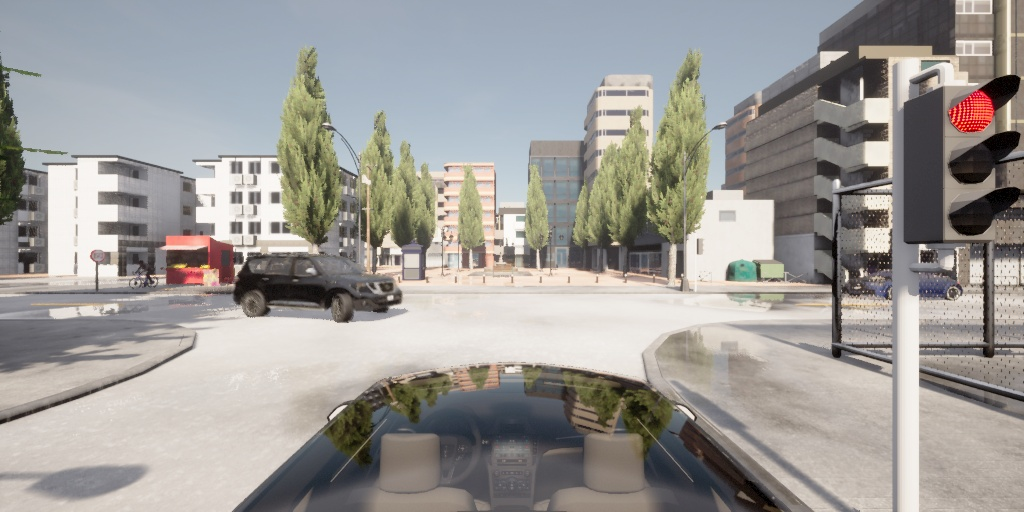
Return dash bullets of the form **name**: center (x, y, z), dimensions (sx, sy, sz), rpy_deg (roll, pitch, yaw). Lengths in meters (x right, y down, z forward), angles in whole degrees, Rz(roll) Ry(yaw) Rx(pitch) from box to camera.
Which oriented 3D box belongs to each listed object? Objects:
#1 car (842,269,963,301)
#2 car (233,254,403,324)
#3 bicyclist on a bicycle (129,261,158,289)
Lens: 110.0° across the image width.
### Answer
- **car**: center (18.210, 1.314, 16.853), dimensions (4.181, 1.385, 1.994), rpy_deg (0, 0, 0)
- **car**: center (-6.464, 0.972, 11.990), dimensions (5.566, 2.045, 2.150), rpy_deg (0, -1, 16)
- **bicyclist on a bicycle**: center (-21.561, 1.099, 21.015), dimensions (0.582, 1.620, 1.656), rpy_deg (0, 0, 0)
